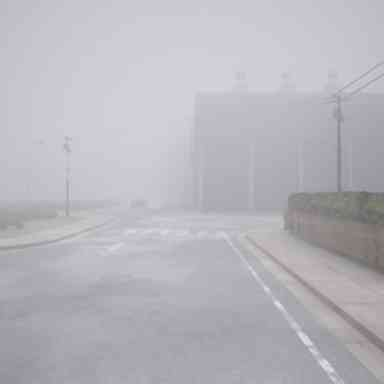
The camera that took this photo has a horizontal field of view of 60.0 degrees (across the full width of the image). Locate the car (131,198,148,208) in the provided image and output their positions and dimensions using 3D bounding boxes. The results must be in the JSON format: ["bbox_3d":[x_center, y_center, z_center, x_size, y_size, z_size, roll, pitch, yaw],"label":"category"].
[{"bbox_3d":[-8.142,1.756,51.773,1.837,1.490,4.892,0,0,6],"label":"car"}]
